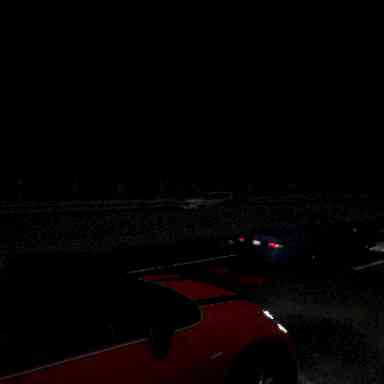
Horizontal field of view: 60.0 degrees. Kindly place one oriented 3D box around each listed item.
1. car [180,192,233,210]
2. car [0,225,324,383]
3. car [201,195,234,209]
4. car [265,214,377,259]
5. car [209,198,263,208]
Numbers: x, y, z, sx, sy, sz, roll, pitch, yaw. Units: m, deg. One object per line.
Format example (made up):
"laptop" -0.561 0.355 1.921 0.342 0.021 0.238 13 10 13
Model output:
"car" 1.607 1.020 30.928 5.566 2.045 2.150 -1 0 -35
"car" -1.145 1.343 2.930 4.553 1.767 2.097 -1 0 -35
"car" 3.500 1.304 27.977 4.892 1.490 1.837 -1 0 -35
"car" 3.837 1.445 10.780 5.357 1.411 2.033 -1 0 -35
"car" 3.671 1.386 23.801 4.181 1.385 1.994 -1 0 -35
